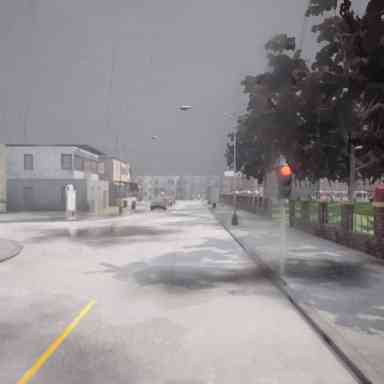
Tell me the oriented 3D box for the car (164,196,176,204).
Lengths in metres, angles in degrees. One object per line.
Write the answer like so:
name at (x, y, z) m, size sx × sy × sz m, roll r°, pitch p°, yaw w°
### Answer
car at (-4.036, 1.523, 62.259) m, size 1.812 × 1.442 × 4.674 m, roll 0°, pitch 0°, yaw 1°

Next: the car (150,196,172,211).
car at (-4.081, 1.546, 41.941) m, size 2.033 × 1.411 × 5.357 m, roll 0°, pitch 0°, yaw 0°

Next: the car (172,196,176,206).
car at (-4.070, 1.350, 52.043) m, size 2.097 × 1.767 × 4.553 m, roll 0°, pitch 0°, yaw 0°
